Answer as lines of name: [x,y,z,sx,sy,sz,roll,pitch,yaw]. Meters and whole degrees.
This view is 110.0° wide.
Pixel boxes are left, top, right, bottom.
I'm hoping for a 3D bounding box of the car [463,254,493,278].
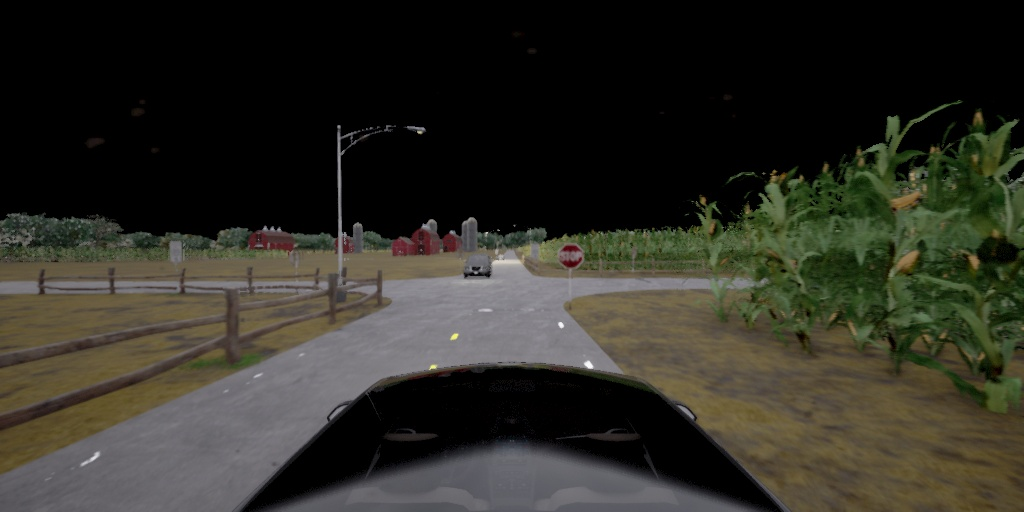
car: [-2.755,0.850,30.090,2.150,2.045,5.566,0,2,0]
